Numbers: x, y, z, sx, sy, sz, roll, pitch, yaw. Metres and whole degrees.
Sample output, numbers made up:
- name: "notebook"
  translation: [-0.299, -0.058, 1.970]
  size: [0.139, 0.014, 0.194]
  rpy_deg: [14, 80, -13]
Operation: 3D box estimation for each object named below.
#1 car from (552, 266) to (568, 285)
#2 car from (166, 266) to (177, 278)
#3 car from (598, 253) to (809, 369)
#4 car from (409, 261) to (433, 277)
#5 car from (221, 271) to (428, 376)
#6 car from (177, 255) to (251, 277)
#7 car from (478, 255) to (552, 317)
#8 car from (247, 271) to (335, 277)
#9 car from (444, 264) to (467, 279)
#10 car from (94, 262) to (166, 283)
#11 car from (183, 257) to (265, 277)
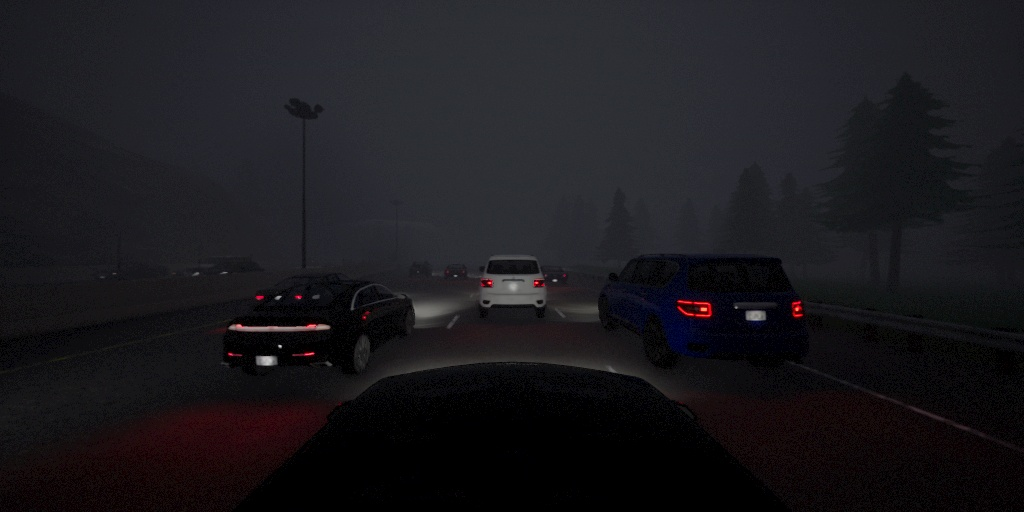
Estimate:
- name: "car"
  translation: [2.691, 1.351, 26.300]
  size: [1.895, 1.301, 4.718]
  rpy_deg: [0, 0, -5]
- name: "car"
  translation: [-26.103, 1.299, 30.700]
  size: [2.033, 1.411, 5.357]
  rpy_deg: [0, 0, -7]
- name: "car"
  translation: [3.570, 0.972, 7.969]
  size: [2.150, 2.045, 5.566]
  rpy_deg: [0, 0, -1]
- name: "car"
  translation: [-8.886, 1.243, 35.165]
  size: [2.128, 1.511, 4.902]
  rpy_deg: [0, 0, -8]
- name: "car"
  translation: [-3.427, 1.242, 7.407]
  size: [2.128, 1.511, 4.902]
  rpy_deg: [0, 0, -1]
- name: "car"
  translation: [-22.244, 0.973, 27.676]
  size: [2.150, 2.045, 5.566]
  rpy_deg: [0, 0, -6]
- name: "car"
  translation: [-0.039, 0.972, 13.275]
  size: [2.150, 2.045, 5.566]
  rpy_deg: [0, 0, -2]
- name: "car"
  translation: [-7.029, 1.298, 13.222]
  size: [2.033, 1.411, 5.357]
  rpy_deg: [0, 0, -2]
- name: "car"
  translation: [-4.923, 1.352, 31.849]
  size: [1.895, 1.301, 4.718]
  rpy_deg: [0, 0, -7]
- name: "car"
  translation: [-29.322, 1.243, 27.881]
  size: [2.128, 1.511, 4.902]
  rpy_deg: [0, 0, -6]
- name: "car"
  translation: [-18.361, 1.103, 23.466]
  size: [2.097, 1.767, 4.553]
  rpy_deg: [0, 0, -5]
